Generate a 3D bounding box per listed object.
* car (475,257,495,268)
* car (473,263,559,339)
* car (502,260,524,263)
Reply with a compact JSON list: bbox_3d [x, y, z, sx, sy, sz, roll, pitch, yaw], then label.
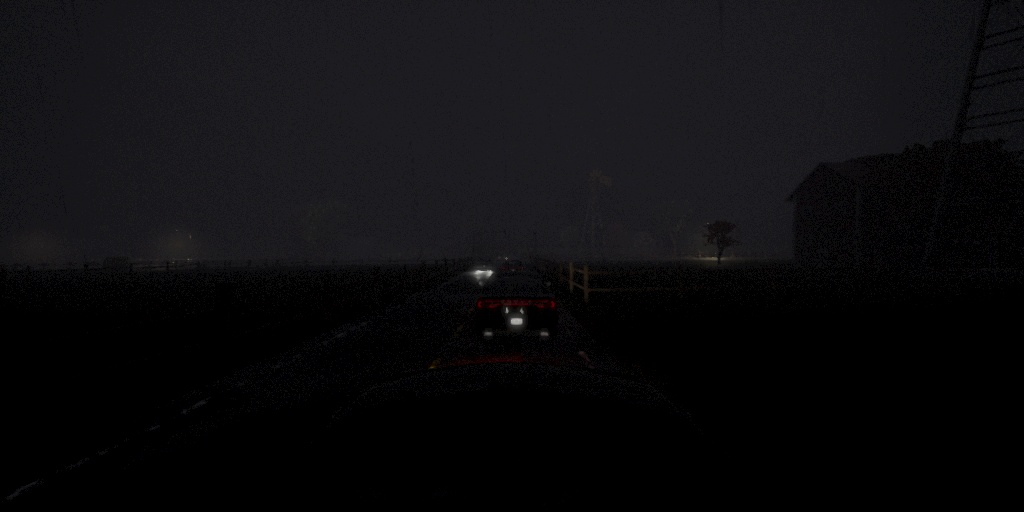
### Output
[{"bbox_3d":[-2.831,0.830,38.609,1.994,1.385,4.181,0,1,0],"label":"car"},{"bbox_3d":[0.081,1.121,9.684,1.882,1.535,5.008,0,1,0],"label":"car"},{"bbox_3d":[0.095,0.970,27.773,1.994,1.385,4.181,0,1,0],"label":"car"}]
